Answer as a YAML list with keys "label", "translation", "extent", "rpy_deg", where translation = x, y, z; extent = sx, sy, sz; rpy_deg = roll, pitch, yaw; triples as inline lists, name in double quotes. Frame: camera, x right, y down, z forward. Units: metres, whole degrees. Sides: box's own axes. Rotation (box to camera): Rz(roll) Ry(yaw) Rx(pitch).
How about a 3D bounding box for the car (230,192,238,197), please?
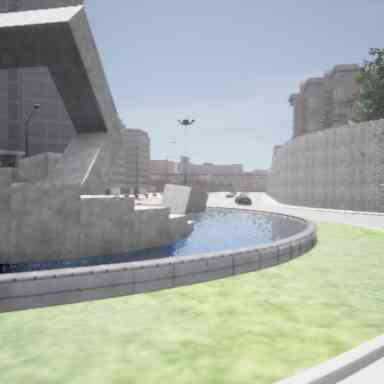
- label: "car"
  translation: [11.544, 0.634, 91.730]
  extent: [1.837, 1.490, 4.892]
  rpy_deg: [1, 1, 12]

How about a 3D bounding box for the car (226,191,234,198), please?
- label: "car"
  translation: [9.522, 0.867, 81.969]
  extent: [1.895, 1.301, 4.718]
  rpy_deg: [1, 1, 12]

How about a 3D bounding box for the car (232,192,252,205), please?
- label: "car"
  translation: [7.525, 1.142, 48.908]
  extent: [1.994, 1.385, 4.181]
  rpy_deg: [0, 1, -1]
